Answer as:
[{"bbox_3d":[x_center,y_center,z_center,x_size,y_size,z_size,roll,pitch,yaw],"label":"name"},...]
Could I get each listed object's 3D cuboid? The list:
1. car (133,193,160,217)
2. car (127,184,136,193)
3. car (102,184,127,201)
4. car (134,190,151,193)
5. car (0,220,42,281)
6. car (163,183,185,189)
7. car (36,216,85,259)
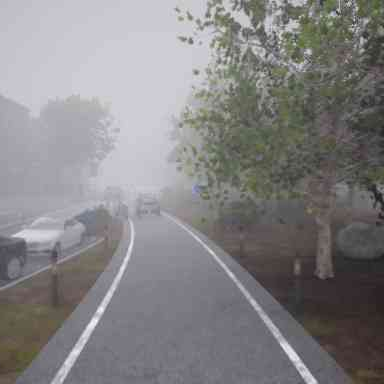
[{"bbox_3d":[-3.799,1.159,27.464,2.128,1.511,4.902,-1,2,-14],"label":"car"},{"bbox_3d":[-11.999,-0.582,64.177,2.150,2.045,5.566,0,3,-4],"label":"car"},{"bbox_3d":[-10.819,0.130,45.835,2.150,2.045,5.566,0,3,-4],"label":"car"},{"bbox_3d":[-6.319,0.524,45.274,1.895,1.301,4.718,0,3,-4],"label":"car"},{"bbox_3d":[-6.021,1.709,7.931,2.097,1.535,5.008,-1,-1,5],"label":"car"},{"bbox_3d":[-4.640,-1.613,94.478,5.566,2.045,2.435,0,1,-26],"label":"car"},{"bbox_3d":[-5.931,1.774,14.074,2.002,1.452,4.674,2,0,0],"label":"car"}]
